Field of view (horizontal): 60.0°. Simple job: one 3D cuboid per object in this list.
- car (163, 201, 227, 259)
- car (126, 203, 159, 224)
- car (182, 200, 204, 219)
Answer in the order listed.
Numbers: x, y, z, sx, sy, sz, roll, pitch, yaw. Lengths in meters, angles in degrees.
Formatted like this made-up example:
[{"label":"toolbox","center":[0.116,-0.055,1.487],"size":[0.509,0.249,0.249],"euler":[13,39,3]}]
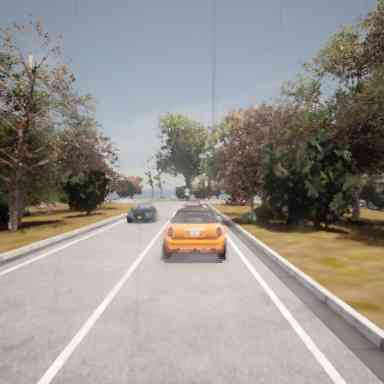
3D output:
[{"label":"car","center":[0.093,1.349,12.784],"size":[2.097,1.767,4.553],"euler":[0,0,0]},{"label":"car","center":[-3.605,1.548,24.844],"size":[1.994,1.385,4.181],"euler":[0,0,0]},{"label":"car","center":[0.091,1.505,30.142],"size":[1.812,1.442,4.674],"euler":[0,0,0]}]
